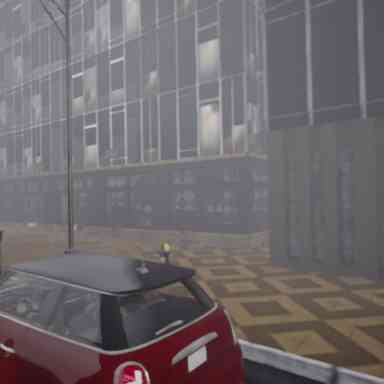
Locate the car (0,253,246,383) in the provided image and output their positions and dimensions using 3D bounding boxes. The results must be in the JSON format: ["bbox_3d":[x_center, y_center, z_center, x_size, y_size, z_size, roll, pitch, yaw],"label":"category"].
[{"bbox_3d":[-1.534,1.473,3.985,4.097,1.590,1.967,-1,-1,36],"label":"car"}]
